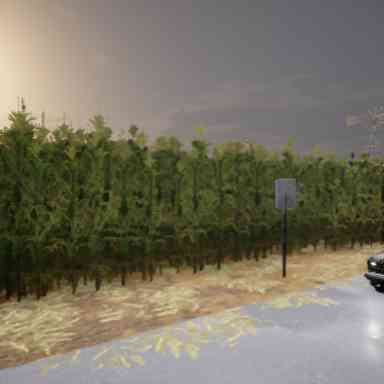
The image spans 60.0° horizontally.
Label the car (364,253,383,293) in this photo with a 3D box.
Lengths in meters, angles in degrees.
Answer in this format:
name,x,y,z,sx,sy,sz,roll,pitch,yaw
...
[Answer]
name,x,y,z,sx,sy,sz,roll,pitch,yaw
car,6.062,1.651,7.792,4.718,1.301,1.895,0,0,-35
